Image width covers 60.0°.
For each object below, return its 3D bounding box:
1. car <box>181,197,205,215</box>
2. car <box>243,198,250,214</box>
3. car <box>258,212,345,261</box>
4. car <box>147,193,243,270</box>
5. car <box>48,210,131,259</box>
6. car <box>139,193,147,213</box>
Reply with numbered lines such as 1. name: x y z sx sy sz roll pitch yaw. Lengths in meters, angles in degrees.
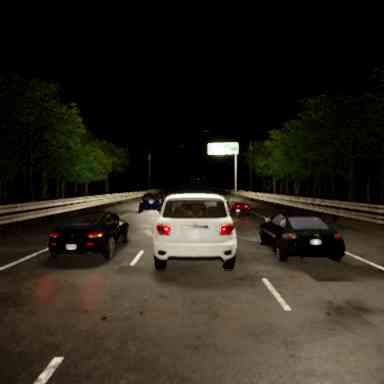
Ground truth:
1. car: 0.113 1.130 28.288 1.895 1.301 4.718 0 1 0
2. car: 3.619 1.131 28.205 1.895 1.301 4.718 0 1 0
3. car: 3.590 1.387 11.614 1.994 1.385 4.181 0 1 0
4. car: 0.084 1.057 10.617 2.150 2.045 5.566 0 0 0
5. car: -3.411 1.348 11.713 1.812 1.442 4.674 0 1 0
6. car: -3.377 0.855 29.618 2.097 1.767 4.553 0 1 0
